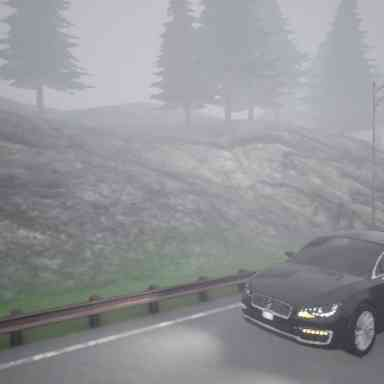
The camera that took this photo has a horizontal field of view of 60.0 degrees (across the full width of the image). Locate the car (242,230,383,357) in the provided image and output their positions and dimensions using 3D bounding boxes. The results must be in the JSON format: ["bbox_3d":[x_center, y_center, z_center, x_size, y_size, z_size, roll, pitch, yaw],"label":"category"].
[{"bbox_3d":[3.065,1.531,6.173,4.892,1.490,1.837,0,0,-35],"label":"car"}]
